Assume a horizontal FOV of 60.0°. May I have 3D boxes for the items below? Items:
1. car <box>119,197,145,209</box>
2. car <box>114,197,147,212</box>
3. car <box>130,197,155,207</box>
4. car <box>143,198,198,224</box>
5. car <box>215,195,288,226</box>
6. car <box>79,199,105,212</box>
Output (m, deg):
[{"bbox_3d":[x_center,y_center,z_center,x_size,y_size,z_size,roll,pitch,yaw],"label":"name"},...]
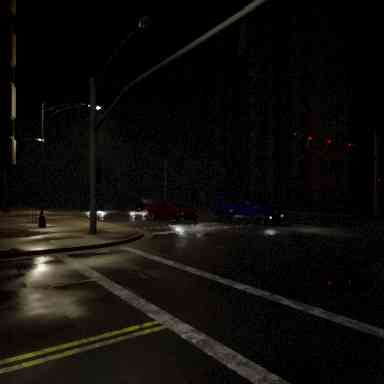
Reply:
[{"bbox_3d":[-8.527,1.526,47.086,1.812,1.442,4.674,0,0,-36],"label":"car"},{"bbox_3d":[-7.437,1.547,39.378,2.033,1.411,5.357,0,0,-36],"label":"car"},{"bbox_3d":[-7.830,1.526,52.079,1.812,1.442,4.674,0,0,-37],"label":"car"},{"bbox_3d":[-1.521,1.478,25.321,1.882,1.535,5.008,0,0,-36],"label":"car"},{"bbox_3d":[4.125,1.222,23.962,2.150,2.045,5.566,0,0,-40],"label":"car"},{"bbox_3d":[-11.971,1.564,39.675,1.994,1.385,4.181,0,0,-36],"label":"car"}]
